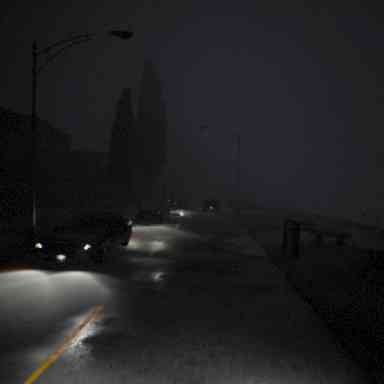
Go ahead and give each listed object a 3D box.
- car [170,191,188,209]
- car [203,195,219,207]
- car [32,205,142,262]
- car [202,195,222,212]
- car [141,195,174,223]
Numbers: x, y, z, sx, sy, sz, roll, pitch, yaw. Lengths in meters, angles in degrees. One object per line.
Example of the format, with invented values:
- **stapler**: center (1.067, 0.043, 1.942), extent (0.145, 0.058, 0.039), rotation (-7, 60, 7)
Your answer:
- **car**: center (-1.708, 0.956, 39.928), extent (2.150, 2.045, 5.566), rotation (1, 0, 3)
- **car**: center (2.735, 1.222, 46.933), extent (2.128, 1.511, 4.902), rotation (1, 1, 4)
- **car**: center (-3.488, 1.419, 11.914), extent (2.033, 1.411, 5.357), rotation (1, 0, 3)
- **car**: center (2.097, 1.298, 35.739), extent (1.837, 1.490, 4.892), rotation (1, 0, 4)
- **car**: center (-2.753, 1.280, 24.051), extent (1.882, 1.535, 5.008), rotation (1, 1, 3)
